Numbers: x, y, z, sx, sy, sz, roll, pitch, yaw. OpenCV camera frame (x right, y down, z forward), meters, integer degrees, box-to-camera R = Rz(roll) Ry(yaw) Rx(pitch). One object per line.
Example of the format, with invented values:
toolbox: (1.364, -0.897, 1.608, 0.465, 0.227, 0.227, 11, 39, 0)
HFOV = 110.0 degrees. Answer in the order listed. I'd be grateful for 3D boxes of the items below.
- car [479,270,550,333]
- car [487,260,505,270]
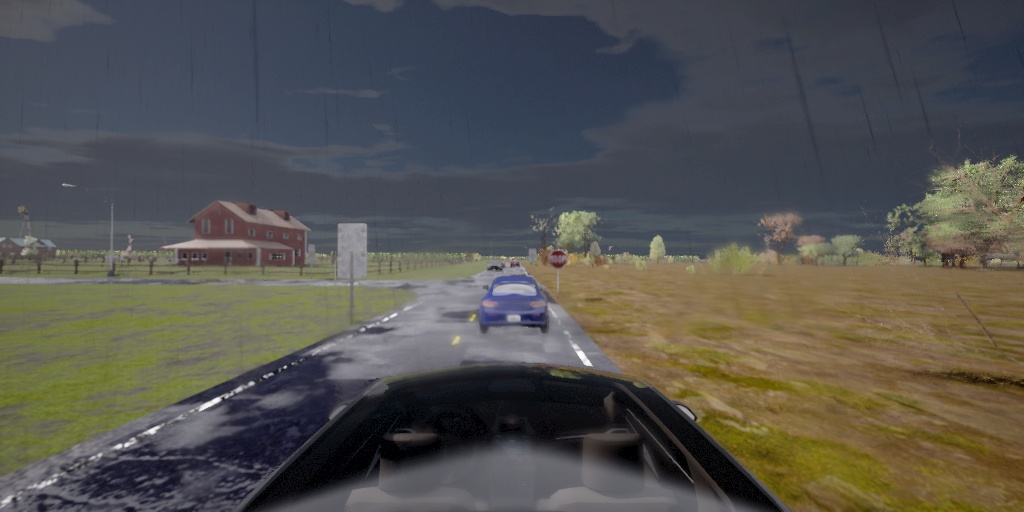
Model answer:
car: (0.071, 1.311, 10.758, 1.812, 1.442, 4.674, 0, 0, 0)
car: (-2.417, 1.300, 51.050, 2.097, 1.767, 4.553, 0, 0, 1)
